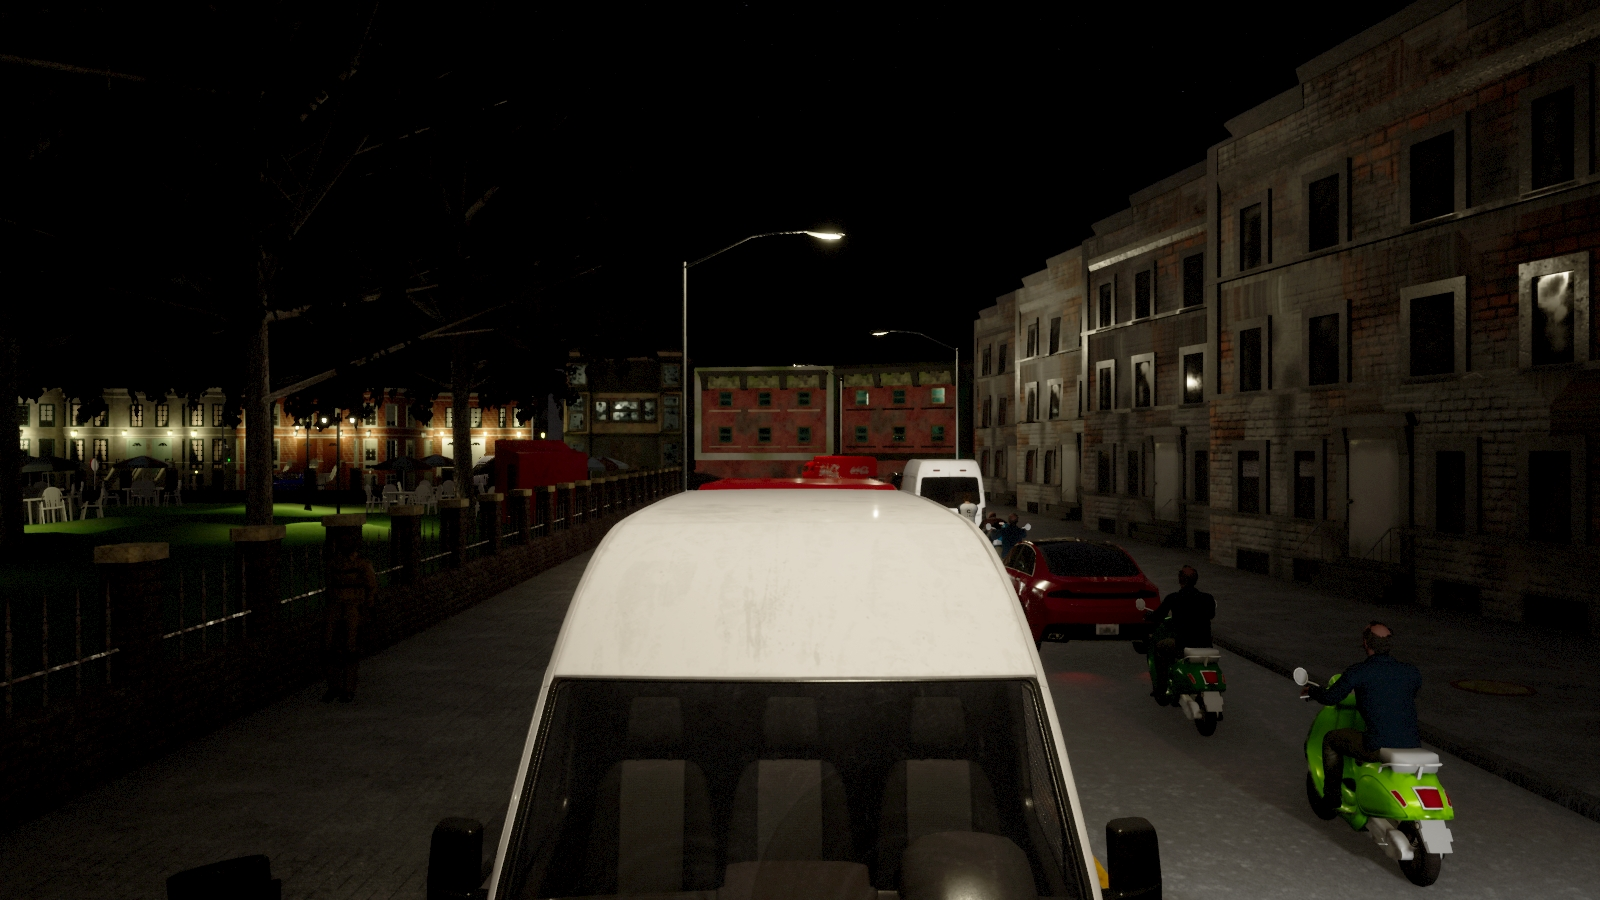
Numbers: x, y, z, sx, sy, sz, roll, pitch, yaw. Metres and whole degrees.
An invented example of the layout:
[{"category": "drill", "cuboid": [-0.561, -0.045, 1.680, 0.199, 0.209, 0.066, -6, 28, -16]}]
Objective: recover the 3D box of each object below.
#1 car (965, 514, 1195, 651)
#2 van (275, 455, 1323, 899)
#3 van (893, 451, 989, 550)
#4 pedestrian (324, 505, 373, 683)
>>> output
[{"category": "car", "cuboid": [3.953, 1.841, 17.118, 2.231, 1.480, 4.892, 0, 0, 0]}, {"category": "van", "cuboid": [-0.006, 1.314, 5.127, 1.988, 2.561, 5.915, 0, 0, 0]}, {"category": "van", "cuboid": [3.906, 1.314, 32.634, 1.988, 2.561, 5.915, 0, 0, 0]}, {"category": "pedestrian", "cuboid": [-4.831, 1.525, 12.227, 0.375, 1.860, 0.375, 0, 0, 0]}]
